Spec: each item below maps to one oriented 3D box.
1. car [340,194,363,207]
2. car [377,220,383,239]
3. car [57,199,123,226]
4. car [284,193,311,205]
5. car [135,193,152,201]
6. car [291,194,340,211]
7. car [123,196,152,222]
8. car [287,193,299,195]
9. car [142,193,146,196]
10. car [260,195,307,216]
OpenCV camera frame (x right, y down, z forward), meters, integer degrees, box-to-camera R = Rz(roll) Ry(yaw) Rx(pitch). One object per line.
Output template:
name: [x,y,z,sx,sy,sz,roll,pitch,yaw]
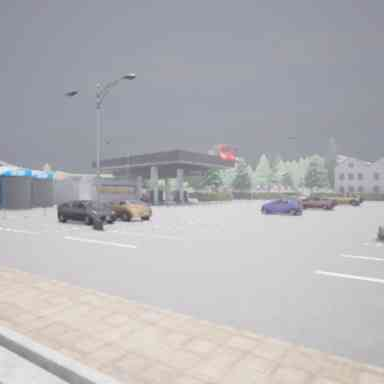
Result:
car: [21.732,1.090,47.384,4.605,1.855,1.932,0,0,36]
car: [9.747,1.384,13.510,3.806,1.475,1.970,0,0,36]
car: [-7.063,1.327,22.043,4.514,1.523,2.007,0,0,36]
car: [17.303,1.064,54.671,3.866,1.878,1.905,0,0,36]
car: [-11.896,1.273,81.955,1.905,1.878,3.866,0,0,36]
car: [13.828,1.290,37.730,4.514,1.523,2.007,0,0,36]
car: [-5.260,1.318,24.610,5.027,1.636,2.152,0,0,36]
car: [14.853,1.348,52.342,3.806,1.475,1.970,0,0,36]
car: [-9.870,1.444,75.116,2.242,1.667,4.611,0,0,36]
car: [7.915,1.312,29.675,3.633,1.501,1.845,0,0,36]
